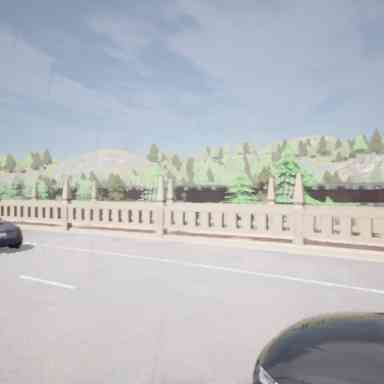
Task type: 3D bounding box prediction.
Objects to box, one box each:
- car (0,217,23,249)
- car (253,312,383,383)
[{"bbox_3d":[-8.564,1.511,12.928,4.181,1.385,1.994,0,0,29],"label":"car"},{"bbox_3d":[2.716,1.480,1.869,4.902,1.511,2.128,0,0,36],"label":"car"}]
